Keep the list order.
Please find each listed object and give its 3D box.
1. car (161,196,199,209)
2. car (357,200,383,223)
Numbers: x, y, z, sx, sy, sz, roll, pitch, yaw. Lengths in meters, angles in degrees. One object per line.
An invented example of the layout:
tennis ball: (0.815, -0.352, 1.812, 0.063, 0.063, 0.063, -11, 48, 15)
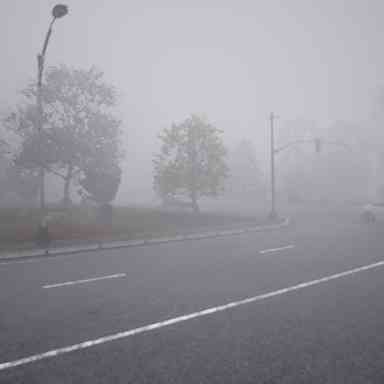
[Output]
car: (-1.510, 1.209, 39.072, 2.033, 1.411, 5.357, -2, 1, -38)
car: (12.474, 1.197, 20.194, 1.812, 1.442, 4.674, -2, 1, -33)
